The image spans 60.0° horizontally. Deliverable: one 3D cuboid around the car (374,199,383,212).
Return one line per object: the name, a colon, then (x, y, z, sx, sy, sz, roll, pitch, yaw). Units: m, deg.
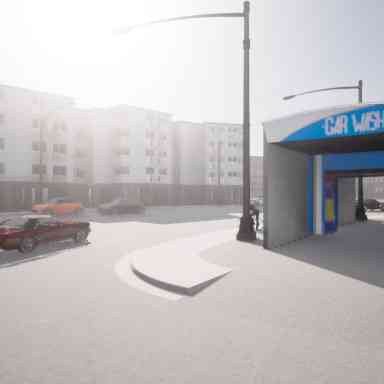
car: (22.873, 1.526, 36.575, 4.674, 1.442, 1.812, 0, 0, -18)

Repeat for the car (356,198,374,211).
car: (20.987, 1.505, 39.644, 4.892, 1.490, 1.837, 0, 0, -18)

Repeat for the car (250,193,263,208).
car: (9.997, 1.223, 47.129, 5.566, 2.045, 2.150, 0, 0, -21)

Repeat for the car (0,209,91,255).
car: (-6.245, 1.601, 13.529, 1.895, 1.301, 4.718, 0, 0, 21)

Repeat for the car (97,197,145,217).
car: (-6.729, 1.352, 31.609, 2.097, 1.767, 4.553, 0, 0, 45)

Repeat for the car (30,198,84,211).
car: (-12.320, 1.352, 30.448, 2.097, 1.767, 4.553, 0, 0, 39)

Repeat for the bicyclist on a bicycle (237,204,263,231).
bicyclist on a bicycle: (3.193, 1.301, 18.294, 1.656, 1.620, 0.582, 0, 0, 38)
